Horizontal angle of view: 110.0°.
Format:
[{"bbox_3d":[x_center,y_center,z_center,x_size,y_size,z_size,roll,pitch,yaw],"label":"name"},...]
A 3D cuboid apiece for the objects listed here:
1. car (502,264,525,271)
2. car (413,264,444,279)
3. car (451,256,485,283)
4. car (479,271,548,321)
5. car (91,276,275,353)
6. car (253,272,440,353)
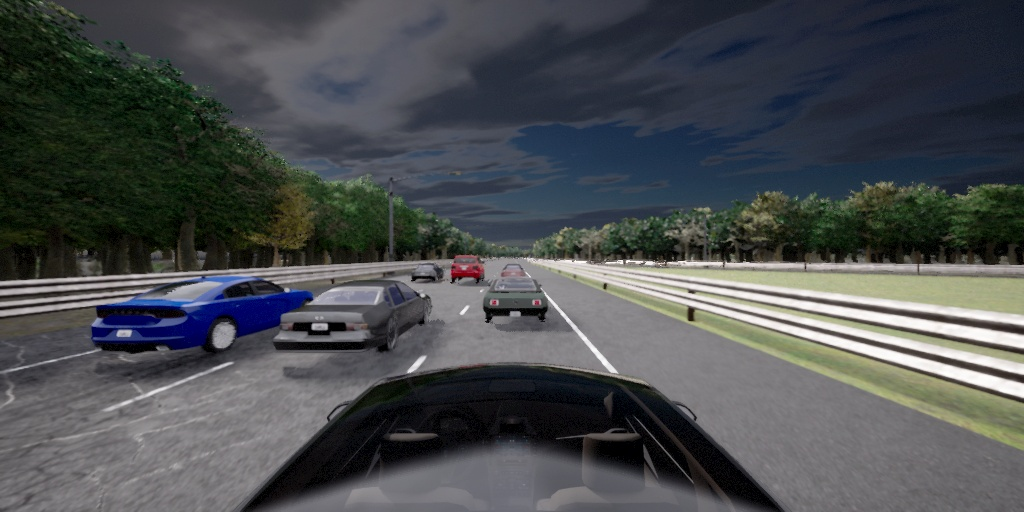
[{"bbox_3d":[0.104,1.332,29.649,1.994,1.385,4.181,0,0,0],"label":"car"},{"bbox_3d":[-6.894,1.310,29.684,1.994,1.385,4.181,0,0,0],"label":"car"},{"bbox_3d":[-3.396,0.988,28.159,2.150,2.045,5.566,0,0,0],"label":"car"},{"bbox_3d":[0.102,1.354,12.386,1.895,1.301,4.718,0,0,0],"label":"car"},{"bbox_3d":[-6.903,1.229,8.858,1.882,1.535,5.008,0,0,0],"label":"car"},{"bbox_3d":[-3.399,1.299,8.853,2.033,1.411,5.357,0,0,0],"label":"car"}]
